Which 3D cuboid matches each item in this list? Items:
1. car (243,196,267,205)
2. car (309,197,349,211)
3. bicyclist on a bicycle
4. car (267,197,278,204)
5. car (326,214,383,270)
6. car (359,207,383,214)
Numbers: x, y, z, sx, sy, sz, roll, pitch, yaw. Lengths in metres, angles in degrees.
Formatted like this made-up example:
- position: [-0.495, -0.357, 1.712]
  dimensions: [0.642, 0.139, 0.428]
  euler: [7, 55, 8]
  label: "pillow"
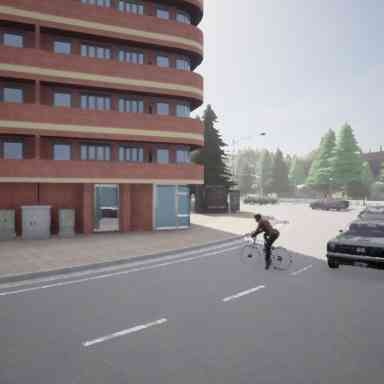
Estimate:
- position: [10.765, 1.505, 58.969]
  dimensions: [1.837, 1.490, 4.892]
  euler: [0, 0, -20]
  label: "car"
- position: [16.551, 1.547, 41.022]
  dimensions: [2.033, 1.411, 5.357]
  euler: [0, 0, -10]
  label: "car"
- position: [2.097, 1.455, 9.708]
  dimensions: [1.656, 1.620, 0.582]
  euler: [-3, -2, 41]
  label: "bicyclist on a bicycle"
- position: [13.576, 1.547, 61.250]
  dimensions: [2.033, 1.411, 5.357]
  euler: [0, 0, -20]
  label: "car"
- position: [5.720, 1.601, 10.554]
  dimensions: [1.895, 1.301, 4.718]
  euler: [0, 0, 35]
  label: "car"
- position: [10.798, 1.564, 19.320]
  dimensions: [1.994, 1.385, 4.181]
  euler: [0, 0, 23]
  label: "car"
